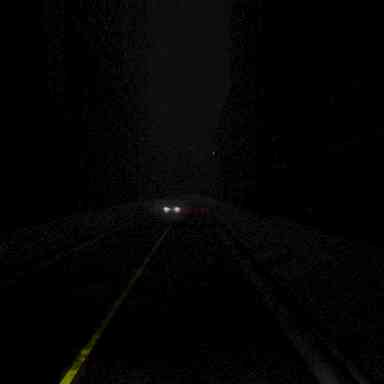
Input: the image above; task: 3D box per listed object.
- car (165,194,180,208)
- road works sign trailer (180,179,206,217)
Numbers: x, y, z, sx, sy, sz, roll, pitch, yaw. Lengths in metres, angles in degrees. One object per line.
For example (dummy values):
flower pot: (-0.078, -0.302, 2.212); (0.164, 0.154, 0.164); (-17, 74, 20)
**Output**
car: (-3.064, 1.373, 52.657); (2.150, 2.045, 5.566); (0, 0, 0)
road works sign trailer: (0.000, 0.549, 31.860); (2.380, 3.560, 2.880); (0, 0, 0)
